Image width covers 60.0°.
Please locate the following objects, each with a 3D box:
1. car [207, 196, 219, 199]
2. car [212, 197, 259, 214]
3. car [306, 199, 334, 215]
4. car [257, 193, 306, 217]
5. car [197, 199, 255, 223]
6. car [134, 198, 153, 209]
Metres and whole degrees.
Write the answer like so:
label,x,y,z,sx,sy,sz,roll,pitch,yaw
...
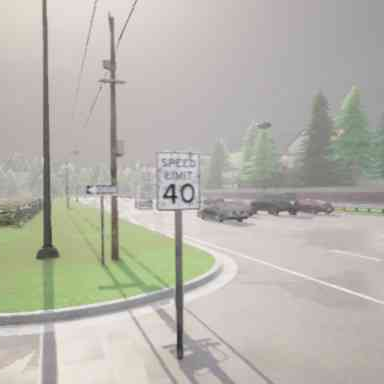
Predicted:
label,x,y,z,sx,sy,sz,roll,pitch,yaw
car,3.146,1.367,49.773,1.837,1.490,4.892,-1,0,-22
car,3.757,1.459,29.859,1.994,1.385,4.181,-1,0,-22
car,10.949,1.338,30.771,1.812,1.442,4.674,-1,0,-22
car,7.369,1.075,30.268,2.150,2.045,5.566,-1,0,-22
car,2.127,1.471,24.615,2.033,1.411,5.357,-1,0,-22
car,-6.809,1.545,46.378,1.994,1.385,4.181,-1,0,-22
